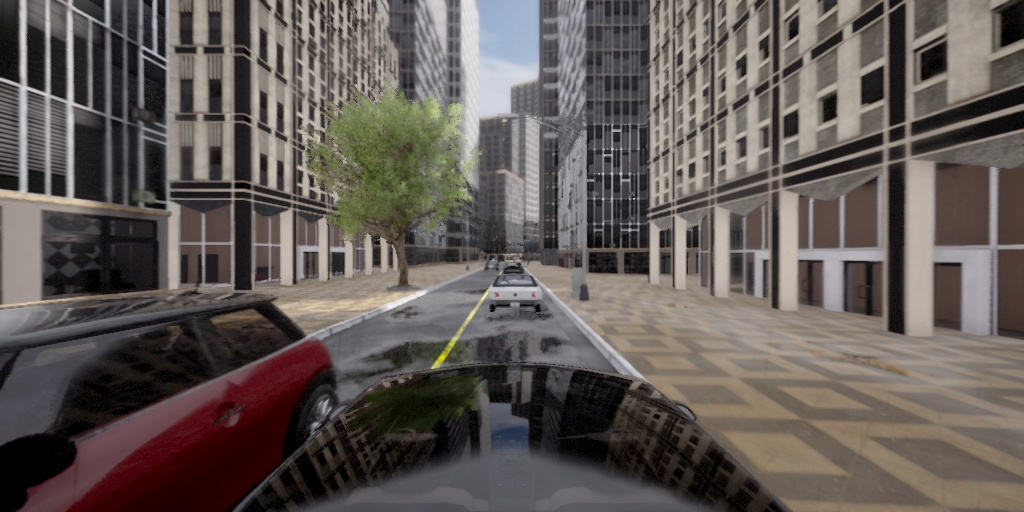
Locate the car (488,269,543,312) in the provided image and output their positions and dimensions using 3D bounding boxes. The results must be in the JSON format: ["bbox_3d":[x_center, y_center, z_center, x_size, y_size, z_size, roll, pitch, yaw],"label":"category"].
[{"bbox_3d":[0.111,1.350,14.281,1.895,1.301,4.718,0,0,0],"label":"car"}]

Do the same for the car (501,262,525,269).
[{"bbox_3d":[0.126,1.264,32.058,1.837,1.490,4.892,0,0,0],"label":"car"}]

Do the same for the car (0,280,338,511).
[{"bbox_3d":[-2.851,1.102,1.820,2.097,1.767,4.553,0,0,0],"label":"car"}]

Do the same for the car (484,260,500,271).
[{"bbox_3d":[-2.713,1.279,49.075,2.128,1.511,4.902,0,0,0],"label":"car"}]
